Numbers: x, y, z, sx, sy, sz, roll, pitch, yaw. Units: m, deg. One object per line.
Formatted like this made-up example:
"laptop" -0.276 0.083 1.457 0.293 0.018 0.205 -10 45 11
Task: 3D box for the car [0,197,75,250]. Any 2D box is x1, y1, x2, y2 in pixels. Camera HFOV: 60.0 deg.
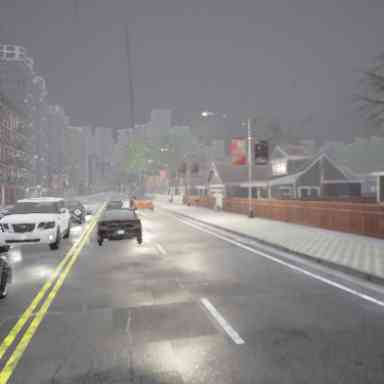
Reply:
"car" -6.740 1.281 14.693 2.150 2.045 5.566 -1 0 -13

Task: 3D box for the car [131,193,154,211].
"car" -5.794 1.307 39.522 2.097 1.767 4.553 -1 0 -13

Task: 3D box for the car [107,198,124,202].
"car" -9.316 1.499 40.382 2.128 1.511 4.902 -1 0 -13

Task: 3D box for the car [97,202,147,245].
"car" -3.466 1.480 15.884 1.882 1.535 5.008 -1 0 -13

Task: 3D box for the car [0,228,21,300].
"car" -4.575 1.618 5.586 1.994 1.385 4.181 -1 0 -14

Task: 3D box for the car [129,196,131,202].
"car" -7.773 1.178 47.676 2.150 2.045 5.566 -1 1 -13

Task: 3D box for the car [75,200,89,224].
"car" -9.069 1.414 24.564 2.097 1.767 4.553 -1 0 -13

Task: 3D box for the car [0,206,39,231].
"car" -11.942 1.716 22.592 1.895 1.301 4.718 -1 0 -13

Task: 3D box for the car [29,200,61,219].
"car" -14.243 1.593 32.454 1.882 1.535 5.008 -1 0 -13

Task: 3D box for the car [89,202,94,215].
"car" -11.374 1.588 34.489 1.812 1.442 4.674 -1 0 -13
